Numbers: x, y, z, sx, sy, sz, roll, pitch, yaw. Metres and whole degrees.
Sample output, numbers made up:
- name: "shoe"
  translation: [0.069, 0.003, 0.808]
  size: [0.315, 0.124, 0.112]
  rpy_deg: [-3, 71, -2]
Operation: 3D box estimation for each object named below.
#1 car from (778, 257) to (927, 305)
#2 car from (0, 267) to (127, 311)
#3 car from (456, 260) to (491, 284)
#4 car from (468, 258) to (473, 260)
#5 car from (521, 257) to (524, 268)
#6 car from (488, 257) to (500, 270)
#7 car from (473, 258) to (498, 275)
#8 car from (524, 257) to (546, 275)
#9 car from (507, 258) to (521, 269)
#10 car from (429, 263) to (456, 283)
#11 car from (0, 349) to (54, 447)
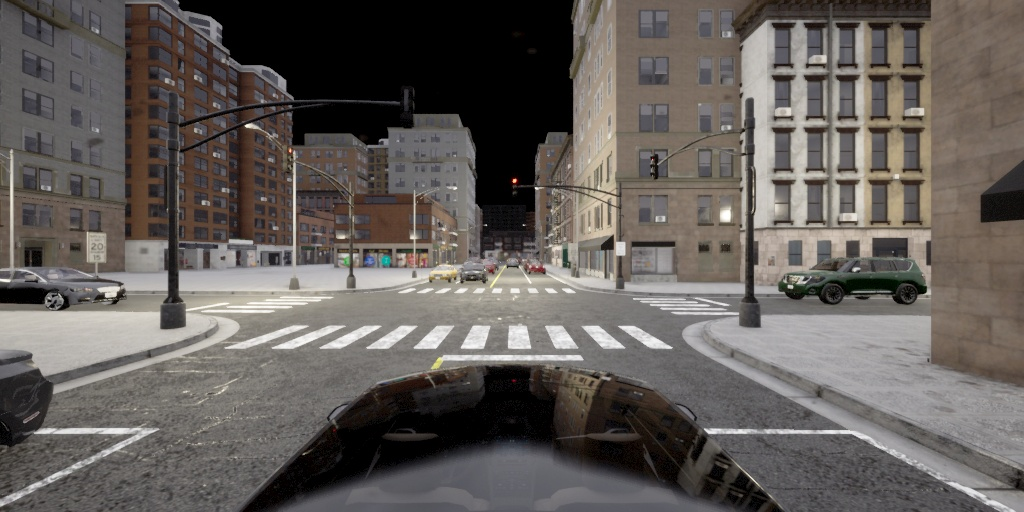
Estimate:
- name: "car"
  translation: [15.351, 1.056, 16.302]
  size: [5.566, 2.045, 2.150]
  rpy_deg: [0, 0, -2]
- name: "car"
  translation: [-17.277, 1.162, 13.323]
  size: [4.902, 1.511, 2.128]
  rpy_deg: [0, 0, 2]
- name: "car"
  translation: [-2.815, 1.255, 27.230]
  size: [1.837, 1.490, 4.892]
  rpy_deg: [0, 0, -1]
- name: "car"
  translation: [-5.366, 1.302, 45.485]
  size: [2.007, 1.370, 4.403]
  rpy_deg: [0, 0, 0]
- name: "car"
  translation: [2.659, 1.066, 45.480]
  size: [2.192, 1.841, 5.009]
  rpy_deg: [0, 0, 0]
- name: "car"
  translation: [-2.804, 1.256, 52.432]
  size: [1.837, 1.490, 4.892]
  rpy_deg: [0, 0, 0]
- name: "car"
  translation: [-2.832, 1.229, 39.180]
  size: [1.882, 1.535, 5.008]
  rpy_deg: [0, 0, 0]
- name: "car"
  translation: [2.656, 1.191, 39.818]
  size: [1.967, 1.591, 4.097]
  rpy_deg: [0, 0, 0]
- name: "car"
  translation: [0.121, 1.317, 58.549]
  size: [1.994, 1.385, 4.181]
  rpy_deg: [0, 0, 1]
- name: "car"
  translation: [-5.375, 1.276, 28.329]
  size: [1.751, 1.417, 4.829]
  rpy_deg: [0, 0, 0]
- name: "car"
  translation: [-5.388, 1.300, 1.653]
  size: [2.007, 1.370, 4.403]
  rpy_deg: [0, 0, 0]
